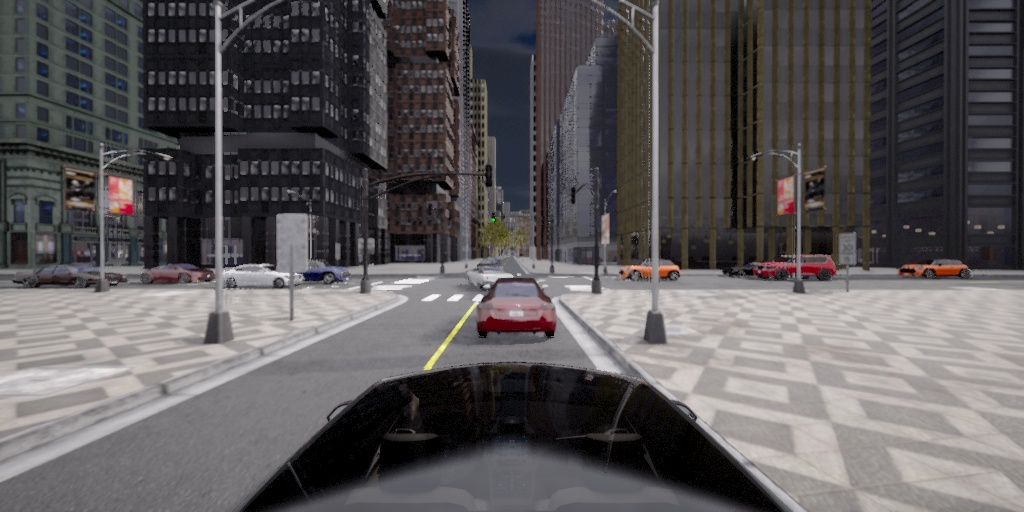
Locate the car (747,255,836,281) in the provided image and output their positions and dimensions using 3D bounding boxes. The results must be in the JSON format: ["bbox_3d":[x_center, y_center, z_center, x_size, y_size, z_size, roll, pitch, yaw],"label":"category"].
[{"bbox_3d":[22.451,0.914,28.556,5.566,2.045,2.150,0,0,0],"label":"car"}]

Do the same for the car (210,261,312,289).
[{"bbox_3d":[-15.282,1.210,21.982,4.674,1.442,1.812,0,0,0],"label":"car"}]

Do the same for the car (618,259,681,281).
[{"bbox_3d":[10.866,1.028,28.594,4.553,1.767,2.097,0,0,0],"label":"car"}]

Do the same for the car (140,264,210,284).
[{"bbox_3d":[-23.368,1.227,25.260,4.181,1.385,1.994,0,0,0],"label":"car"}]

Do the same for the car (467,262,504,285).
[{"bbox_3d":[-1.540,1.286,22.564,1.895,1.301,4.718,0,0,-18],"label":"car"}]

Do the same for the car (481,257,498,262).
[{"bbox_3d":[-3.113,1.168,43.707,2.033,1.411,5.357,0,0,0],"label":"car"}]

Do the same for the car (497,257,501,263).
[{"bbox_3d":[-3.105,0.944,53.103,2.097,1.767,4.553,0,0,0],"label":"car"}]

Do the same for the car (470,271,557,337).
[{"bbox_3d":[0.120,1.287,10.237,1.994,1.385,4.181,0,0,0],"label":"car"}]

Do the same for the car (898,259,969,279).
[{"bbox_3d":[37.181,1.049,31.734,4.553,1.767,2.097,0,0,0],"label":"car"}]

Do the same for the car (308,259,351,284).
[{"bbox_3d":[-13.805,1.021,25.227,4.553,1.767,2.097,0,0,0],"label":"car"}]

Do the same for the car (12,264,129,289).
[{"bbox_3d":[-27.050,1.226,22.023,5.357,1.411,2.033,0,0,0],"label":"car"}]

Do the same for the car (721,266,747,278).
[{"bbox_3d":[21.359,1.274,31.811,4.718,1.301,1.895,0,0,0],"label":"car"}]
